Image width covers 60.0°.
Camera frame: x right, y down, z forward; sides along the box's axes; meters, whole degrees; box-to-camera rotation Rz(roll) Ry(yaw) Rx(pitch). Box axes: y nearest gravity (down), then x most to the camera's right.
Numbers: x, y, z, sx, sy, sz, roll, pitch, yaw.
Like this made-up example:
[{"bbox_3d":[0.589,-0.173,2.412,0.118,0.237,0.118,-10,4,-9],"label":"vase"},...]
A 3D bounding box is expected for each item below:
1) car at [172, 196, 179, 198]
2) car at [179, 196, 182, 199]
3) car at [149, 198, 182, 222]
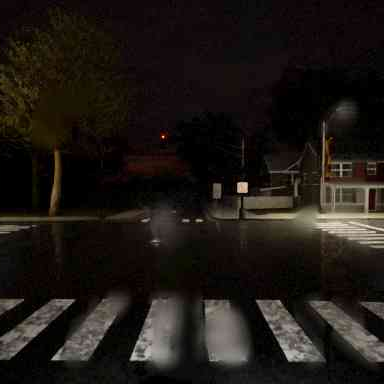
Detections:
[{"bbox_3d":[-2.956,1.440,40.699,1.882,1.535,5.008,0,0,0],"label":"car"},{"bbox_3d":[-2.858,1.435,60.530,1.837,1.490,4.892,0,0,1],"label":"car"},{"bbox_3d":[-2.299,1.443,25.567,2.128,1.511,4.902,0,-1,-10],"label":"car"}]
